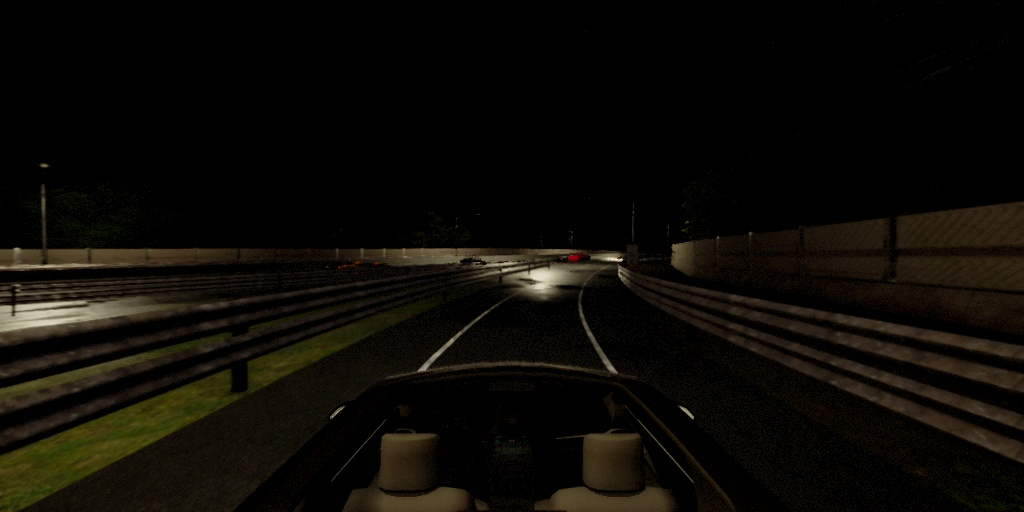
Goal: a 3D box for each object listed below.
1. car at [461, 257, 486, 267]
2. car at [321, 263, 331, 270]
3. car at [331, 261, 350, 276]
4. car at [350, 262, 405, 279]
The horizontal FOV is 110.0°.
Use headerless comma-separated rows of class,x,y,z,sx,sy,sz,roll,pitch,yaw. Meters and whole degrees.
car,-5.995,0.887,56.912,2.128,1.511,4.902,1,1,36
car,-18.612,1.317,39.865,2.128,1.511,4.902,1,2,36
car,-15.798,1.331,37.784,1.882,1.535,5.008,1,2,36
car,-12.985,1.364,35.702,1.882,1.535,5.008,1,2,36
